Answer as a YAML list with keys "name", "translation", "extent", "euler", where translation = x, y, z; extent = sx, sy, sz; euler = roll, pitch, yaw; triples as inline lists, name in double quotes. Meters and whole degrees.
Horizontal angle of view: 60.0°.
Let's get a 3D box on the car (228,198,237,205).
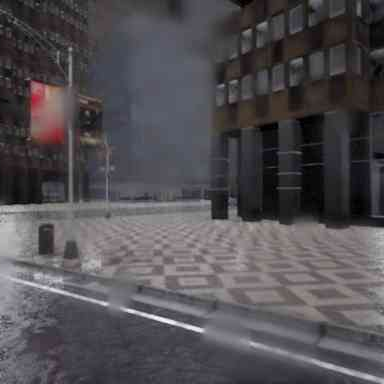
- name: "car"
  translation: [6.707, 1.768, 59.546]
  extent: [5.357, 1.411, 2.033]
  euler: [0, 0, -42]
